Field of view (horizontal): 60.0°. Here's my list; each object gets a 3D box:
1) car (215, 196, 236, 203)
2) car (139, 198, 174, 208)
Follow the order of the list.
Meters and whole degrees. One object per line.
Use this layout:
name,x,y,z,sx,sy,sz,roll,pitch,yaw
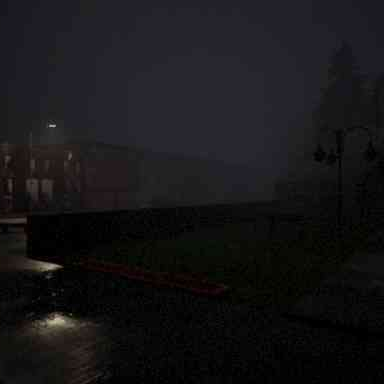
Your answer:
car,5.394,1.395,52.860,1.812,1.442,4.674,0,0,36
car,-4.154,1.425,39.690,2.128,1.511,4.902,0,0,36
